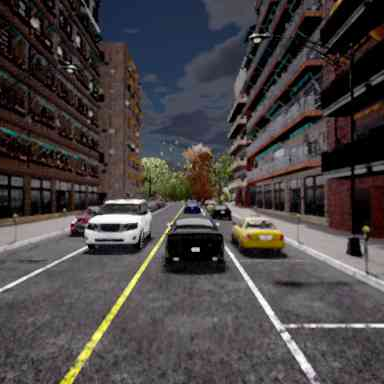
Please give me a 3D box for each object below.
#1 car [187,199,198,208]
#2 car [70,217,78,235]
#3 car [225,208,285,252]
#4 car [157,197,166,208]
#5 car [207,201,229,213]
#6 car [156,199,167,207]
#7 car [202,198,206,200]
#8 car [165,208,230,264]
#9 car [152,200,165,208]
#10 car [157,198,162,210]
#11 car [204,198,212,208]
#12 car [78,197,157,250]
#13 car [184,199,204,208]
[{"bbox_3d":[0.022,2.032,58.226,1.812,1.442,4.674,0,-1,0],"label":"car"},{"bbox_3d":[-5.723,1.612,19.857,1.967,1.590,4.097,1,0,0],"label":"car"},{"bbox_3d":[2.691,1.651,14.438,1.752,1.417,4.829,1,0,0],"label":"car"},{"bbox_3d":[-5.879,1.778,53.265,2.192,1.841,5.009,1,-1,0],"label":"car"},{"bbox_3d":[2.730,1.839,31.612,1.947,1.339,4.313,1,0,0],"label":"car"},{"bbox_3d":[-5.898,2.143,64.399,1.802,1.307,4.206,1,-1,0],"label":"car"},{"bbox_3d":[2.766,2.013,53.243,2.008,1.369,4.403,1,-1,0],"label":"car"},{"bbox_3d":[0.074,1.585,12.347,1.882,1.535,5.008,0,0,-1],"label":"car"},{"bbox_3d":[-5.890,2.078,58.832,1.947,1.339,4.313,1,-1,0],"label":"car"},{"bbox_3d":[-5.874,1.965,47.696,2.008,1.369,4.403,1,-1,0],"label":"car"},{"bbox_3d":[2.781,1.892,42.277,1.752,1.417,4.829,1,-1,0],"label":"car"},{"bbox_3d":[-3.120,1.354,15.311,2.150,2.045,5.566,0,0,0],"label":"car"},{"bbox_3d":[0.047,1.917,40.777,1.994,1.385,4.181,0,-1,0],"label":"car"}]
